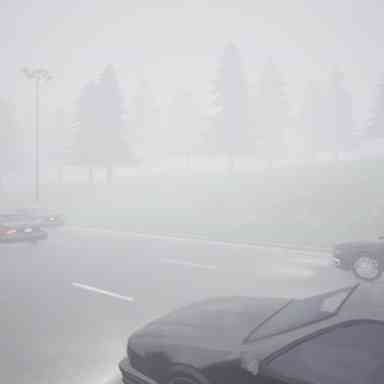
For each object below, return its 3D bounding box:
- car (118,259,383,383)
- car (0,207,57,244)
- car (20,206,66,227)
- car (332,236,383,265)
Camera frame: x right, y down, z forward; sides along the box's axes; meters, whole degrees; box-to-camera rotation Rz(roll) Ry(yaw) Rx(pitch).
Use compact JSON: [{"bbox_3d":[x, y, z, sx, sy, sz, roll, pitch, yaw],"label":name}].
[{"bbox_3d":[1.828,1.553,2.688,5.357,1.411,2.033,0,0,36],"label":"car"},{"bbox_3d":[-8.438,1.543,14.539,5.357,1.411,2.033,0,0,37],"label":"car"},{"bbox_3d":[-9.775,1.544,19.881,5.357,1.411,2.033,0,0,37],"label":"car"},{"bbox_3d":[6.119,1.520,8.252,4.892,1.490,1.837,0,0,36],"label":"car"}]
